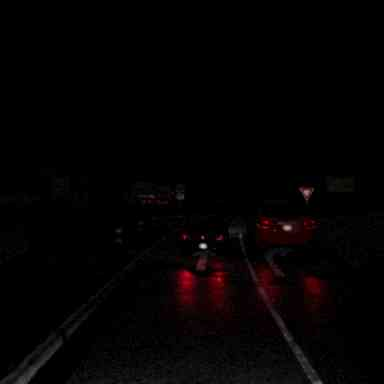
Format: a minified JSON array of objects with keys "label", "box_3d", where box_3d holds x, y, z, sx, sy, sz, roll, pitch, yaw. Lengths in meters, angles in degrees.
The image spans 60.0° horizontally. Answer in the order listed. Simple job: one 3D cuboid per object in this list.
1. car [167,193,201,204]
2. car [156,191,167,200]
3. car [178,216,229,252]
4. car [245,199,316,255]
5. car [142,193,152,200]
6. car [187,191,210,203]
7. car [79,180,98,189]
[{"label":"car","box_3d":[-1.261,1.229,52.400,4.181,1.385,1.994,0,1,26]},{"label":"car","box_3d":[-6.045,0.506,66.210,2.097,1.767,4.553,0,4,-10]},{"label":"car","box_3d":[0.639,1.663,14.230,1.895,1.301,4.718,0,0,6]},{"label":"car","box_3d":[3.489,1.284,13.843,2.150,2.045,5.566,0,0,6]},{"label":"car","box_3d":[-9.012,0.759,65.757,1.895,1.301,4.718,0,4,-10]},{"label":"car","box_3d":[0.174,0.849,54.988,5.566,2.045,2.150,1,1,24]},{"label":"car","box_3d":[-28.115,-1.588,89.772,4.792,1.488,2.163,-3,6,-34]}]
